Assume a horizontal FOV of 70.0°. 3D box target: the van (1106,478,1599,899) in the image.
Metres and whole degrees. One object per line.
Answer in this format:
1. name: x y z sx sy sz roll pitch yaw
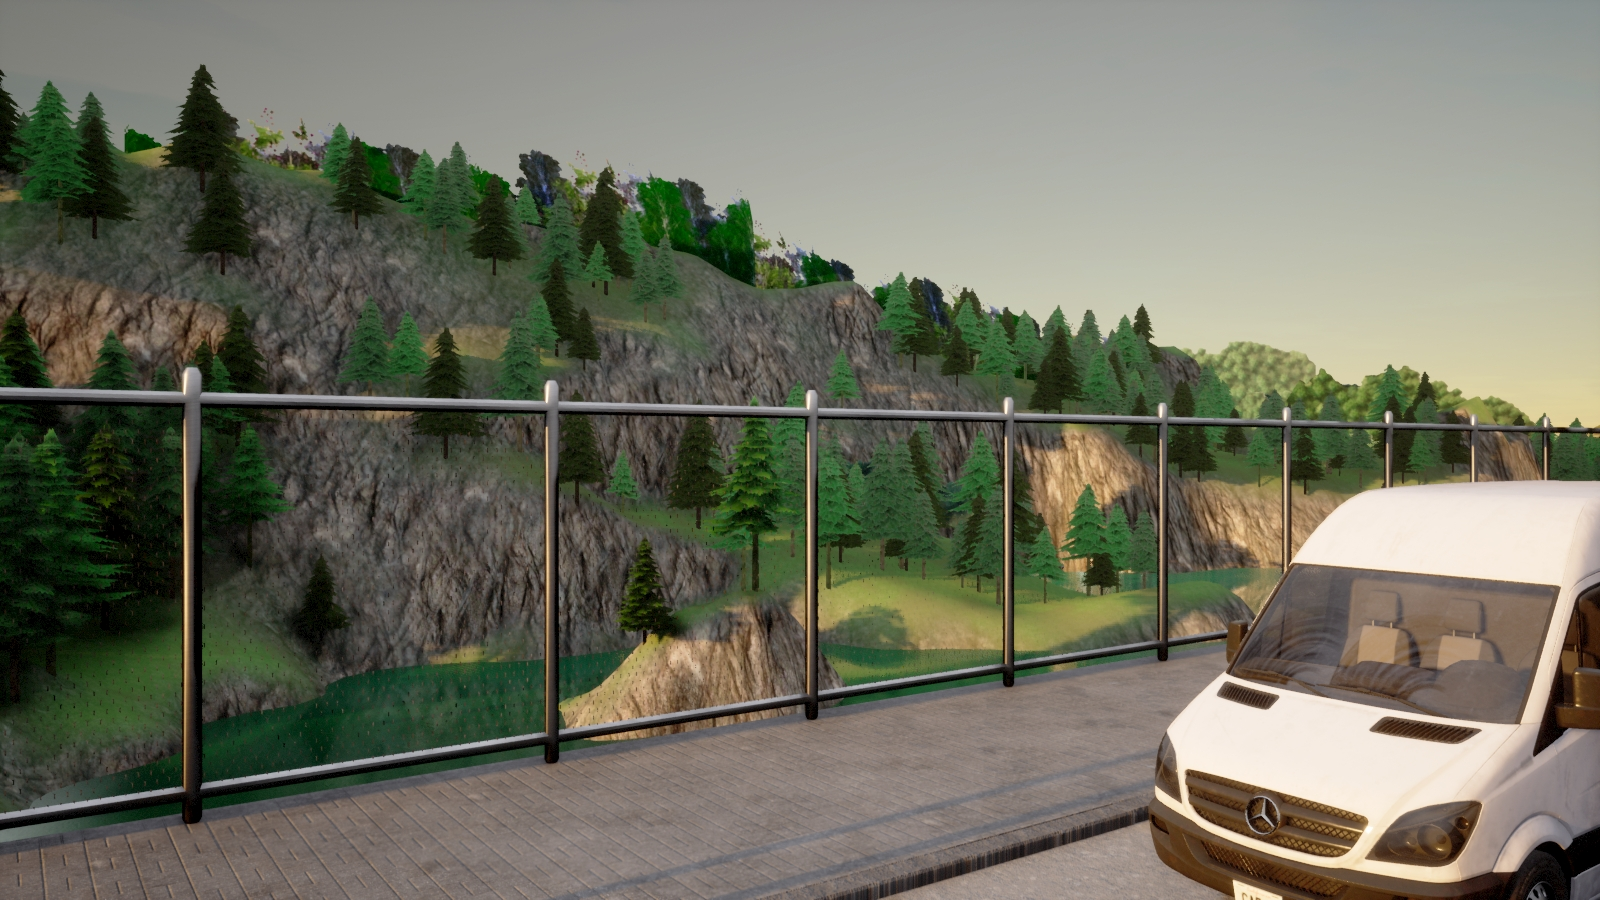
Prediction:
1. van: 4.843 1.531 7.777 5.915 2.561 1.988 0 0 -35
